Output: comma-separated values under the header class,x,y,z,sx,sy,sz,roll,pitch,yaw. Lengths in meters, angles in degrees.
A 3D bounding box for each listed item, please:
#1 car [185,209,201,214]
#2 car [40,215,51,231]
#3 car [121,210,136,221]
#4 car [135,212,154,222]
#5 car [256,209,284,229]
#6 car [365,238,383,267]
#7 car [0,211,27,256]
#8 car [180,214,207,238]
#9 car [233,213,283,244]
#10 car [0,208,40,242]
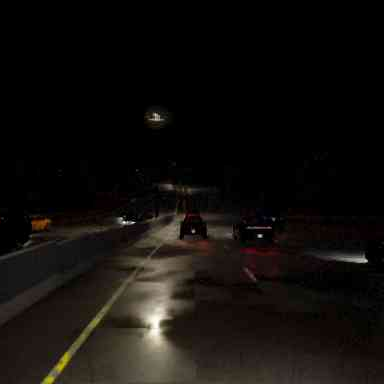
class,x,y,z,sx,sy,sz,roll,pitch,yaw
car,0.085,3.599,49.304,2.150,2.045,5.566,0,-3,0
car,-14.093,2.726,29.006,1.882,1.535,5.008,0,-3,0
car,-10.542,4.203,58.347,2.097,1.767,4.553,0,-2,0
car,-7.055,4.043,52.407,2.128,1.511,4.902,0,-3,1
car,7.090,2.610,31.523,2.150,2.045,5.566,0,-3,0
car,7.096,1.785,10.030,1.994,1.385,4.181,0,-2,0
car,-7.102,1.568,9.710,2.097,1.767,4.553,0,-2,0
car,0.092,2.499,24.054,1.812,1.442,4.674,0,-3,0
car,3.594,2.239,20.020,2.128,1.511,4.902,0,-3,0
car,-10.602,1.837,17.632,2.150,2.045,5.566,0,-3,0
